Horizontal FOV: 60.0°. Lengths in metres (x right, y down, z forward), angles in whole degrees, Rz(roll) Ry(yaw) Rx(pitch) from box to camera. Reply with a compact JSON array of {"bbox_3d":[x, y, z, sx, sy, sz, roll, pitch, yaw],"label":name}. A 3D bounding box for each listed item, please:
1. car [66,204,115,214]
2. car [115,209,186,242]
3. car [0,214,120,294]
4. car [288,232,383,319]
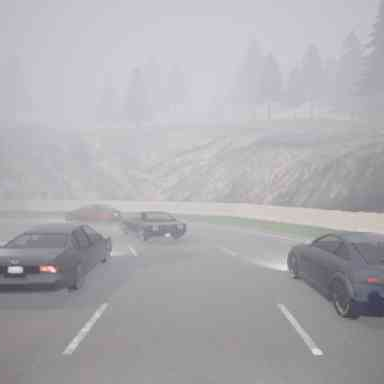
[{"bbox_3d":[-7.320,1.574,24.680,4.181,1.385,1.994,0,0,23],"label":"car"},{"bbox_3d":[-2.142,1.611,16.653,1.895,1.301,4.718,0,0,-28],"label":"car"},{"bbox_3d":[-3.513,1.550,8.931,2.033,1.411,5.357,0,0,-2],"label":"car"},{"bbox_3d":[3.596,1.573,7.384,1.994,1.385,4.181,0,0,0],"label":"car"}]
